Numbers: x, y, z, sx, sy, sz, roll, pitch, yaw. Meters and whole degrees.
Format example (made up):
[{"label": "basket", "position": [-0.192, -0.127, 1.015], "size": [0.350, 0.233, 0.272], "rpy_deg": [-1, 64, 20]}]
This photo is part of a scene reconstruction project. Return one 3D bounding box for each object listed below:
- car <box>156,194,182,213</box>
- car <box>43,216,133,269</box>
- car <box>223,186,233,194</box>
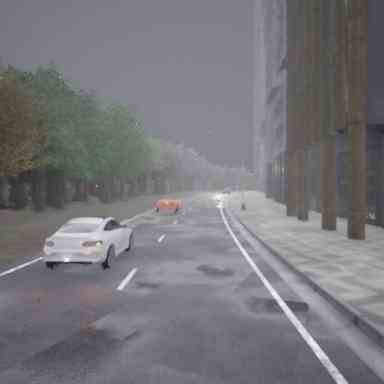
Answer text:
[{"label": "car", "position": [-2.184, 1.023, 33.052], "size": [2.097, 1.767, 4.553], "rpy_deg": [0, 1, 4]}, {"label": "car", "position": [-3.222, 1.512, 11.003], "size": [1.812, 1.442, 4.674], "rpy_deg": [0, 0, 1]}, {"label": "car", "position": [8.880, -0.146, 85.320], "size": [1.812, 1.442, 4.674], "rpy_deg": [0, 2, 10]}]
